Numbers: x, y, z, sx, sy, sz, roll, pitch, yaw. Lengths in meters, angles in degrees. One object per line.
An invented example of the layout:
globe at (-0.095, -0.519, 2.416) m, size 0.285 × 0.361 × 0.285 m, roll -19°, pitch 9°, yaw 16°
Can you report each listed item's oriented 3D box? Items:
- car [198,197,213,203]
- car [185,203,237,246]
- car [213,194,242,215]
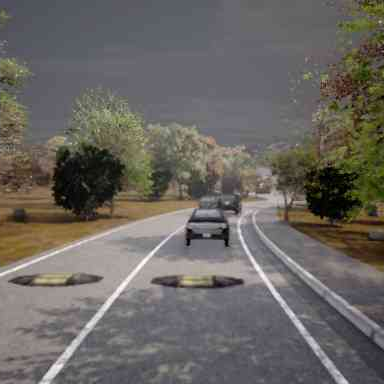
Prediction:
car at (1.950, 1.429, 41.369) m, size 1.837 × 1.490 × 4.892 m, roll 1°, pitch 0°, yaw 16°
car at (0.772, 1.476, 15.354) m, size 2.128 × 1.511 × 4.902 m, roll 0°, pitch 0°, yaw 5°
car at (3.988, 1.218, 34.860) m, size 2.150 × 2.045 × 5.566 m, roll 1°, pitch 0°, yaw 13°
